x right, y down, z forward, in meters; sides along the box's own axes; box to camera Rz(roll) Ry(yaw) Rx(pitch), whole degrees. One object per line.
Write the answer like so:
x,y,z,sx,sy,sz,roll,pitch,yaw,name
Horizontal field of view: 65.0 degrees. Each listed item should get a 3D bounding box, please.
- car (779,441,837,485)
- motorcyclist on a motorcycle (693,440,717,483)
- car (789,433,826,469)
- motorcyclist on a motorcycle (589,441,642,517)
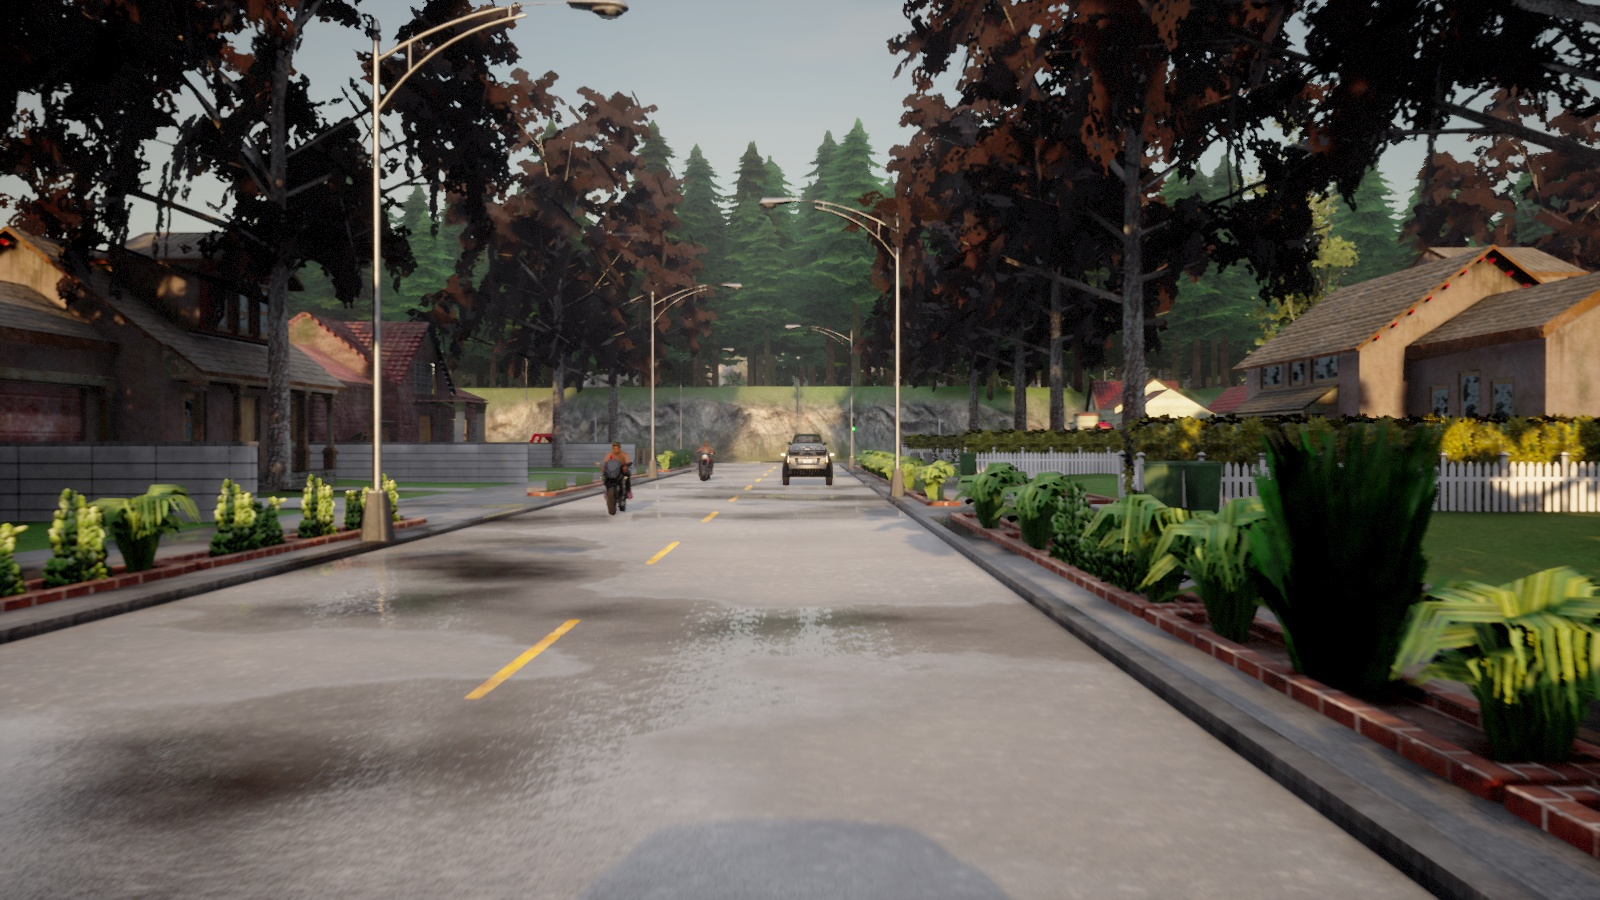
0.276,0.435,45.835,2.007,1.525,4.514,0,0,0,car
-3.705,0.417,49.215,0.766,1.649,2.350,0,0,0,motorcyclist on a motorcycle
0.444,0.041,75.414,2.150,2.045,5.566,0,0,0,car
-3.836,0.578,26.198,0.797,1.523,2.044,0,0,0,motorcyclist on a motorcycle
